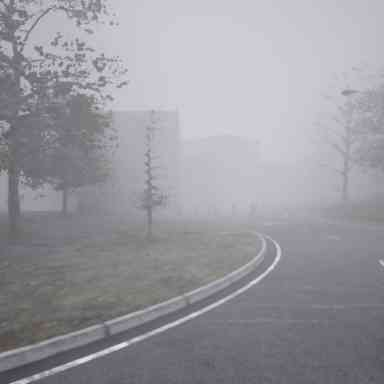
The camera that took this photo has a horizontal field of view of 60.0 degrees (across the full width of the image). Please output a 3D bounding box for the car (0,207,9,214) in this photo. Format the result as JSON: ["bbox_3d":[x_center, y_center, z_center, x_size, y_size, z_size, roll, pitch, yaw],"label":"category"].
[{"bbox_3d":[-35.122,3.730,63.313,2.002,1.452,4.674,2,-5,-35],"label":"car"}]

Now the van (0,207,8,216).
[{"bbox_3d":[-41.505,4.261,72.392,1.878,1.987,4.442,0,-4,-35],"label":"van"}]

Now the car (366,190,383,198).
[{"bbox_3d":[41.921,0.605,75.439,2.033,1.411,5.357,-1,1,45],"label":"car"}]

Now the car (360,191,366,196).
[{"bbox_3d":[42.412,0.346,80.573,2.097,1.767,4.553,-1,1,45],"label":"car"}]

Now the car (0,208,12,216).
[{"bbox_3d":[-38.282,4.113,67.794,2.163,1.488,4.792,0,-4,-35],"label":"car"}]

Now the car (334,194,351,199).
[{"bbox_3d":[31.280,1.017,69.247,1.895,1.301,4.718,-1,1,44],"label":"car"}]
